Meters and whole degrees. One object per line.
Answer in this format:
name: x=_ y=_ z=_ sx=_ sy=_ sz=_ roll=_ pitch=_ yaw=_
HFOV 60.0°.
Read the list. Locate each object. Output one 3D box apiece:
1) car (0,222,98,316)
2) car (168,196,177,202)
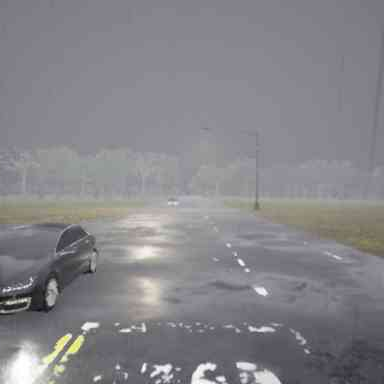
car: x=-3.615 y=1.533 z=7.852 sx=1.837 sy=1.490 sz=4.892 roll=0 pitch=0 yaw=-1
car: x=-4.446 y=1.678 z=76.689 sx=1.895 sy=1.301 sz=4.718 roll=0 pitch=0 yaw=0
